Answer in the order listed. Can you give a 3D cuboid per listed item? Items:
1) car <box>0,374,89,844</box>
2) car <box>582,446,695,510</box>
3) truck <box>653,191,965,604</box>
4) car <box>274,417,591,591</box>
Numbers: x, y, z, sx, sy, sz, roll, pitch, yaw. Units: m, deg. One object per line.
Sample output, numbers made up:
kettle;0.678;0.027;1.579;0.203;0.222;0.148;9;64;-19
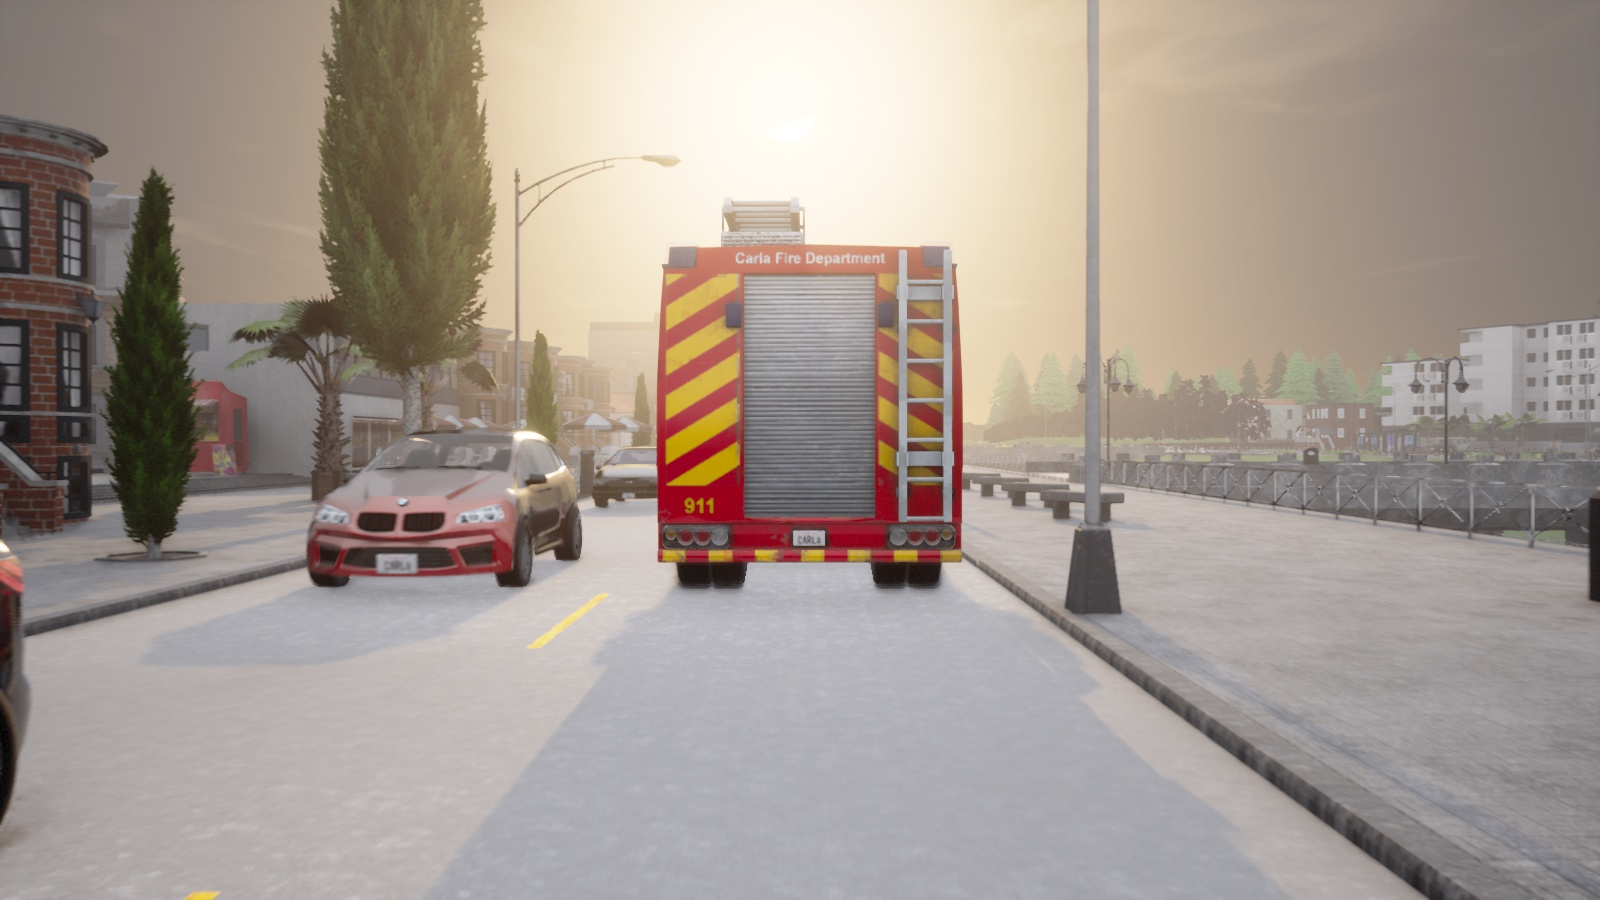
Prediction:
car;-3.969;0.572;2.702;2.242;1.667;4.611;0;0;0
car;-3.815;0.619;30.561;2.033;1.411;5.357;0;0;0
truck;0.104;-0.508;15.892;2.891;3.827;8.468;0;0;0
car;-3.904;0.507;14.328;2.242;1.667;4.611;0;0;0
